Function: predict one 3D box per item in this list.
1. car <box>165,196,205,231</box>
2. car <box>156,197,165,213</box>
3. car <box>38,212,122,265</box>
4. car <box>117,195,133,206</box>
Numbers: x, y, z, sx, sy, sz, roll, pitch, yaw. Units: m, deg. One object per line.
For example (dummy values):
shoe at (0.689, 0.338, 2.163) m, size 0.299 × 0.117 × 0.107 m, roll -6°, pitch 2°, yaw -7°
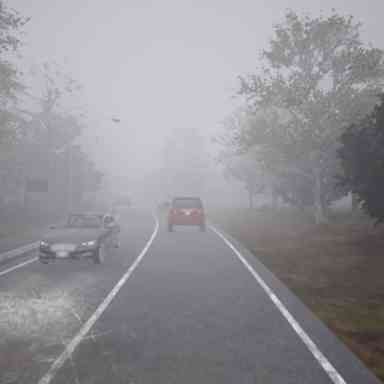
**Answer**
car at (-0.455, 1.257, 20.886) m, size 2.150 × 2.045 × 5.566 m, roll 0°, pitch 0°, yaw -5°
car at (-3.006, 1.409, 38.586) m, size 2.097 × 1.767 × 4.553 m, roll 1°, pitch 0°, yaw -11°
car at (-3.737, 1.501, 11.863) m, size 2.128 × 1.511 × 4.902 m, roll 0°, pitch 0°, yaw -2°
car at (-10.630, 1.297, 52.706) m, size 2.097 × 1.767 × 4.553 m, roll 2°, pitch 0°, yaw -18°
